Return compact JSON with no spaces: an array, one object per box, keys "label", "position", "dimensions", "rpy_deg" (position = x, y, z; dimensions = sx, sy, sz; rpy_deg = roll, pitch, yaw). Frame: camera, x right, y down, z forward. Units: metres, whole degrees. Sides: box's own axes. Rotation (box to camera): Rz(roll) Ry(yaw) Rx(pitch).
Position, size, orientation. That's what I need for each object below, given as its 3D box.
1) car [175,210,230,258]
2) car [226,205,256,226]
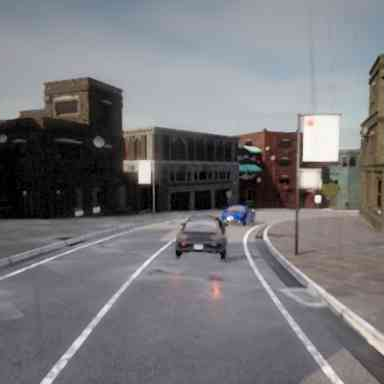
[{"label":"car","position":[0.481,1.681,13.391],"dimensions":[1.812,1.442,4.674],"rpy_deg":[0,-1,7]},{"label":"car","position":[3.978,1.856,27.576],"dimensions":[1.882,1.535,5.008],"rpy_deg":[2,0,23]}]
